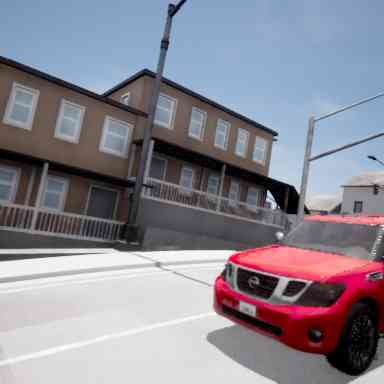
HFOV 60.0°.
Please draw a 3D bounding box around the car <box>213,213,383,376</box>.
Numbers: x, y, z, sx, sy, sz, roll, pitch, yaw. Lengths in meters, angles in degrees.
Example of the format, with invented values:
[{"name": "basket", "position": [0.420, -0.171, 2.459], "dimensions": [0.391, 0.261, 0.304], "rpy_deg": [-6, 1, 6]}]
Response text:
[{"name": "car", "position": [3.015, 1.426, 6.162], "dimensions": [5.566, 2.045, 2.150], "rpy_deg": [5, -3, -36]}]
